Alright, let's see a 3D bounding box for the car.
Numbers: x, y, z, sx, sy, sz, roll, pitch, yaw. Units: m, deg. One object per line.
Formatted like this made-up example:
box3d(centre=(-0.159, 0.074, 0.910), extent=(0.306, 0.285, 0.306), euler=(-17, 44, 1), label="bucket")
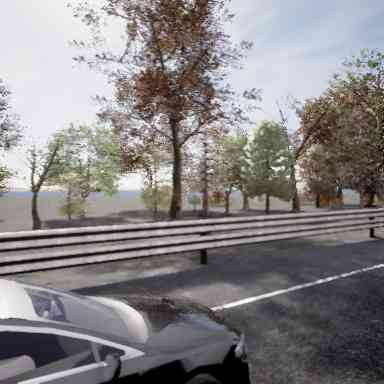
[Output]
box3d(centre=(-1.658, 1.489, 2.544), extent=(4.902, 1.511, 2.128), euler=(0, 0, -35), label="car")
